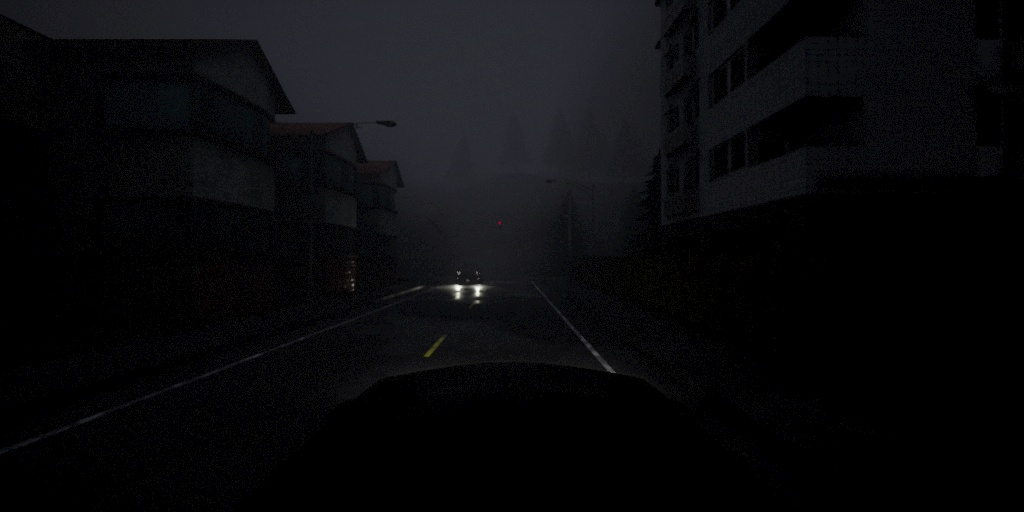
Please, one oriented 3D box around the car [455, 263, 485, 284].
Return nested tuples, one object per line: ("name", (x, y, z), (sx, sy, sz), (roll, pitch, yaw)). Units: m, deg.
("car", (-3.490, 1.367, 30.481), (2.097, 1.767, 4.553), (0, 0, 0))
